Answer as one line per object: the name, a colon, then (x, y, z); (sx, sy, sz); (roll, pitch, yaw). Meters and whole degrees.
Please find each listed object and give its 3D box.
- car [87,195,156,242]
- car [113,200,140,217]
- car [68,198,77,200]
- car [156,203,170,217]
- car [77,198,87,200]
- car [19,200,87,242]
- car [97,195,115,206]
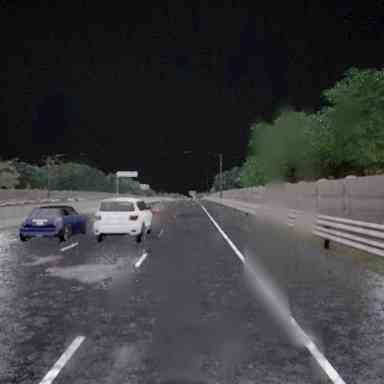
car: (-3.371, 1.330, 17.209); (2.150, 2.045, 5.566); (0, 0, 0)
car: (-6.839, 1.696, 35.245); (1.882, 1.535, 5.008); (0, 0, 0)
car: (-24.380, 1.939, 67.742); (1.812, 1.442, 4.674); (0, 0, 0)
car: (-3.341, 1.777, 34.387); (1.994, 1.385, 4.181); (0, 0, 0)
car: (-20.881, 1.952, 67.319); (2.033, 1.411, 5.357); (0, 0, 0)
car: (-6.873, 1.460, 17.173); (2.097, 1.767, 4.553); (0, 0, 0)
car: (-17.381, 1.636, 67.285); (2.150, 2.045, 5.566); (0, 0, 0)
